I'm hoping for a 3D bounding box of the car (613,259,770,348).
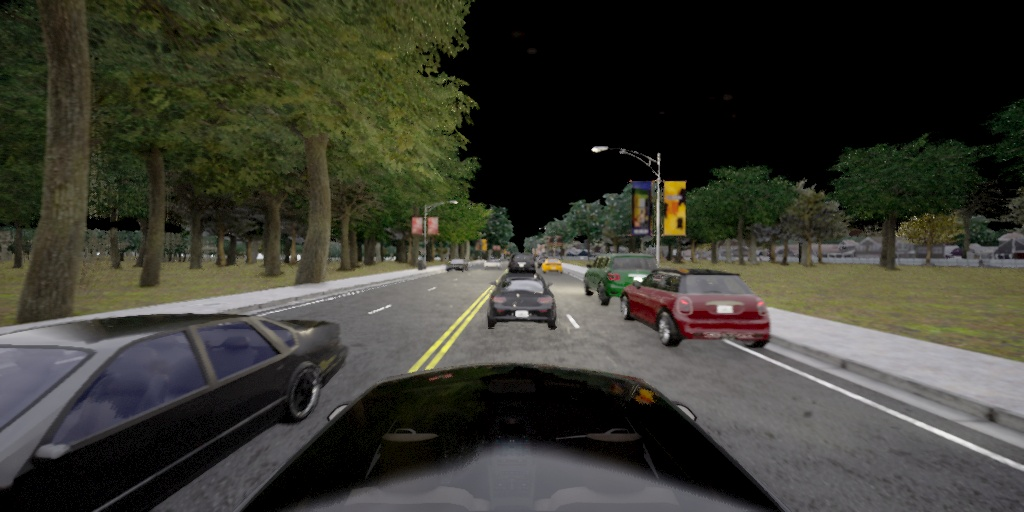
[{"bbox_3d":[4.382,1.079,9.410,2.097,1.767,4.553,0,0,2],"label":"car"}]

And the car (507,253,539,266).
[{"bbox_3d":[0.788,0.791,29.453,2.150,2.045,5.566,0,0,2],"label":"car"}]

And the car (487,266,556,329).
[{"bbox_3d":[0.295,1.211,10.904,1.812,1.442,4.674,0,0,2],"label":"car"}]

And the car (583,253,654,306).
[{"bbox_3d":[4.544,0.912,15.467,2.150,2.045,5.566,0,0,2],"label":"car"}]

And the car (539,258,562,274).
[{"bbox_3d":[4.195,1.030,37.921,1.882,1.535,5.008,0,0,2],"label":"car"}]

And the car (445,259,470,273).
[{"bbox_3d":[-5.685,1.020,38.068,2.033,1.411,5.357,0,0,2],"label":"car"}]

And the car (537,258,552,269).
[{"bbox_3d":[4.499,1.002,50.481,1.837,1.490,4.892,0,1,2],"label":"car"}]

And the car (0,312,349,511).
[{"bbox_3d":[-3.368,1.261,2.952,2.033,1.411,5.357,0,0,1],"label":"car"}]

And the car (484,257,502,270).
[{"bbox_3d":[-2.280,1.074,43.656,1.895,1.301,4.718,0,0,2],"label":"car"}]
